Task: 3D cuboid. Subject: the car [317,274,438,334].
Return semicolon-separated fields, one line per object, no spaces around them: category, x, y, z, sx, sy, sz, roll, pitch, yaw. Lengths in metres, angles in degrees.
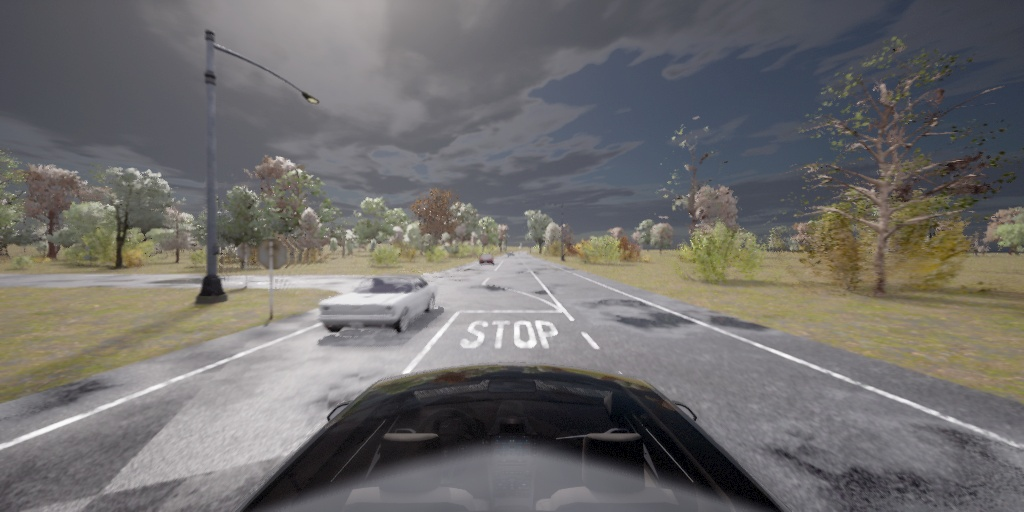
car;-3.511;1.218;10.311;1.895;1.301;4.718;0;1;0

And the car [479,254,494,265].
car;-3.421;0.450;48.980;1.882;1.535;5.008;0;1;0
